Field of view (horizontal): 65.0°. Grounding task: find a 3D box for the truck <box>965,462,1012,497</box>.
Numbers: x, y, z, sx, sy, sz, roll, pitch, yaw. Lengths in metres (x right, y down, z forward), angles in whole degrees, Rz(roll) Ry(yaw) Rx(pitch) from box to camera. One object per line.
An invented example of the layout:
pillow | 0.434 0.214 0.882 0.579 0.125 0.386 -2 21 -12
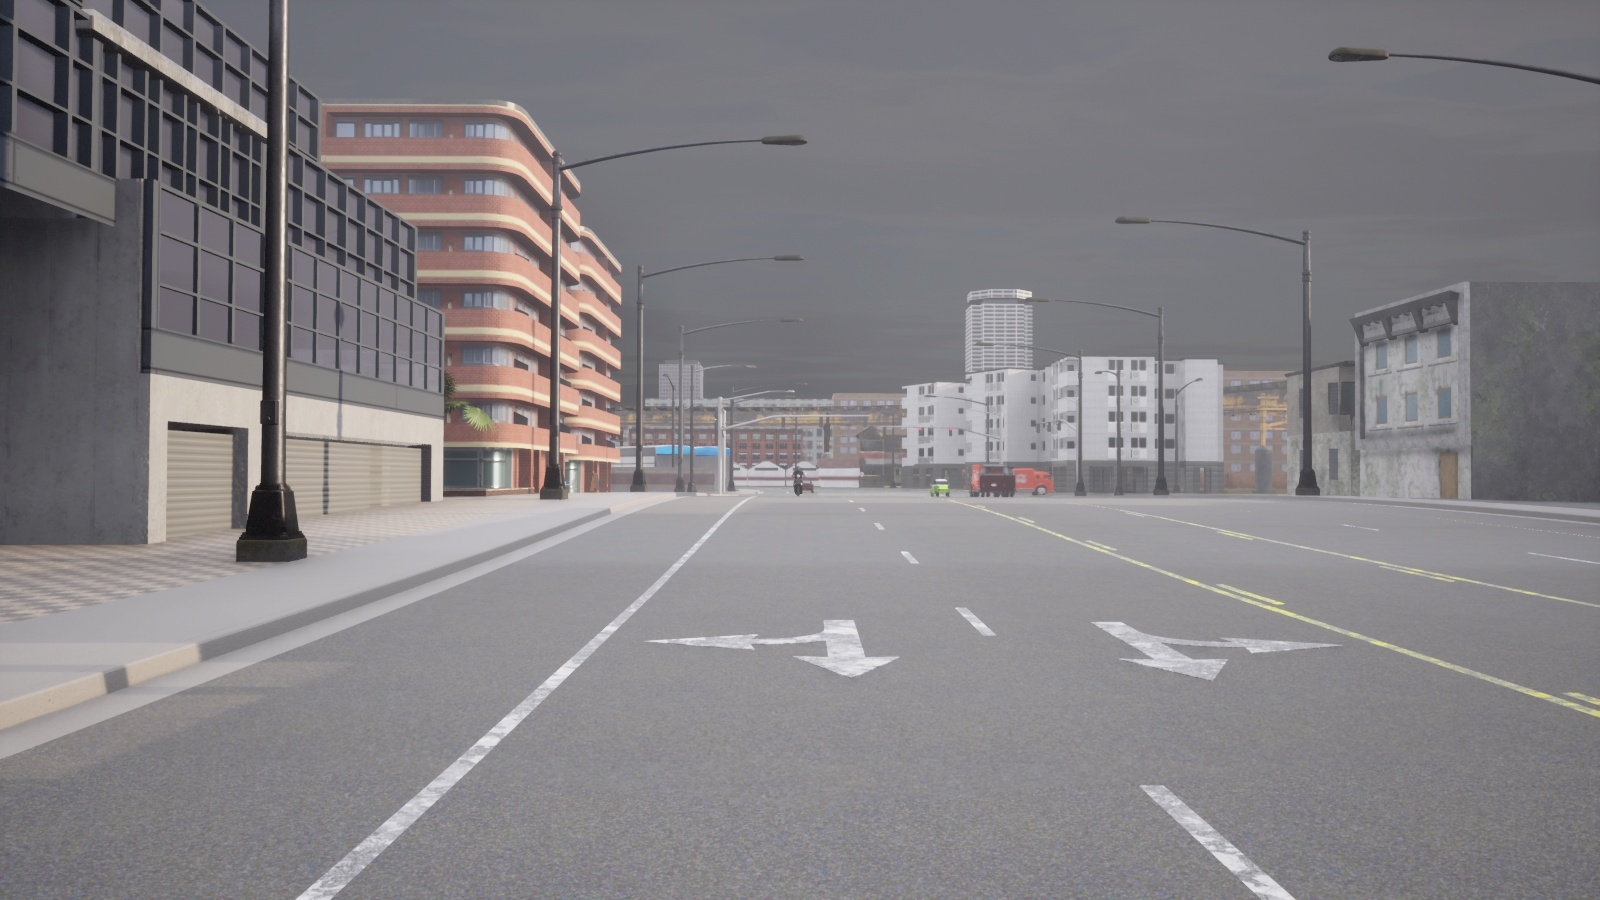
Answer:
truck | 13.898 2.197 92.835 2.627 2.467 5.204 0 -2 0

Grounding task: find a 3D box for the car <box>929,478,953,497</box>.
car | 10.401 2.744 92.704 1.481 1.376 2.207 0 -2 0

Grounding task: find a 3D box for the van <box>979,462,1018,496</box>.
van | 11.803 1.757 74.589 1.775 1.987 4.442 -1 -2 16

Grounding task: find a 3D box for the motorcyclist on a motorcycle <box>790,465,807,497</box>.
motorcyclist on a motorcycle | -0.076 1.614 64.727 0.866 1.590 1.817 0 -2 0
